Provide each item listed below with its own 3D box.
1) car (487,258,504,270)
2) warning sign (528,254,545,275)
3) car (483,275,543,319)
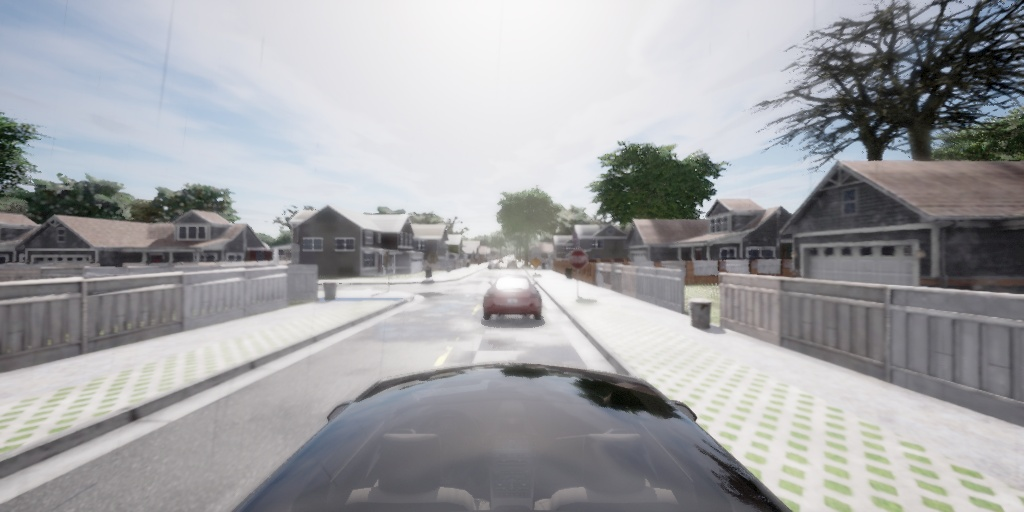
[{"bbox_3d":[-2.810,1.436,56.285,2.128,1.511,4.902,0,0,0],"label":"car"},{"bbox_3d":[2.527,1.013,38.127,1.300,1.860,1.060,0,0,0],"label":"warning sign"},{"bbox_3d":[0.034,1.365,13.081,1.994,1.385,4.181,0,0,1],"label":"car"}]
